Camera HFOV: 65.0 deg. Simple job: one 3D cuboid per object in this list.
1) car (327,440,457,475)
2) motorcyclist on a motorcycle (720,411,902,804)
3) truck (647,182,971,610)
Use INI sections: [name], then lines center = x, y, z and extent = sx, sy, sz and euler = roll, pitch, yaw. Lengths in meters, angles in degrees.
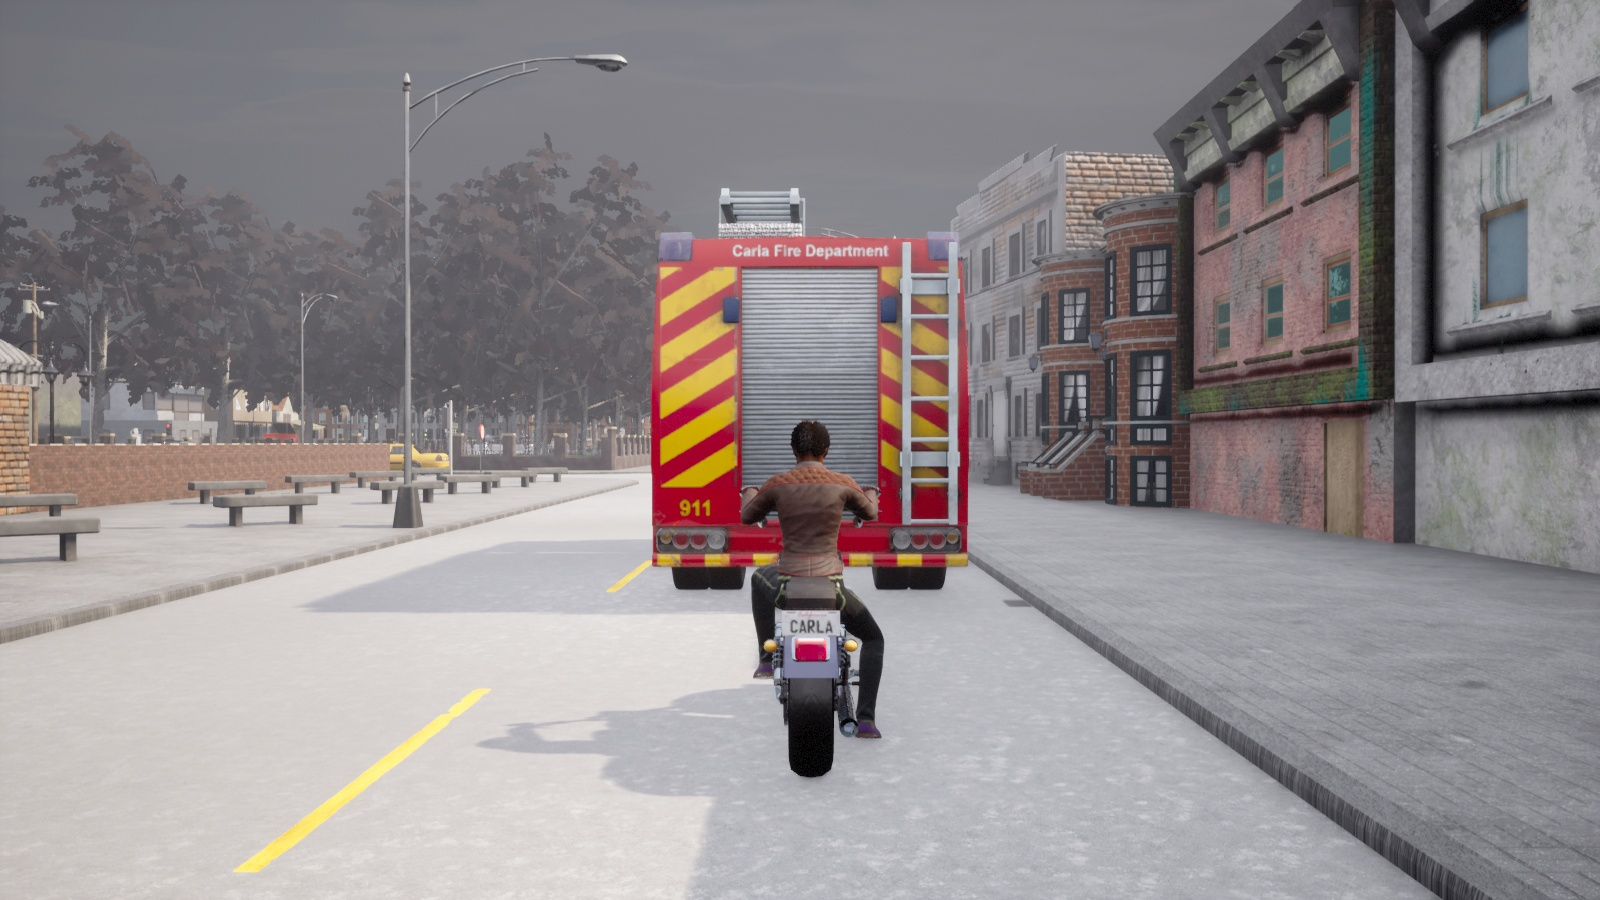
[car]
center = -18.580, 0.343, 57.321
extent = 5.366, 1.575, 1.801
euler = 0, 0, -2
[motorcyclist on a motorcycle]
center = 0.052, 0.660, 6.460
extent = 0.766, 1.649, 2.350
euler = 0, 0, 0
[truck]
center = 0.104, -0.506, 15.458
extent = 2.891, 3.827, 8.468
euler = 0, 0, 0
